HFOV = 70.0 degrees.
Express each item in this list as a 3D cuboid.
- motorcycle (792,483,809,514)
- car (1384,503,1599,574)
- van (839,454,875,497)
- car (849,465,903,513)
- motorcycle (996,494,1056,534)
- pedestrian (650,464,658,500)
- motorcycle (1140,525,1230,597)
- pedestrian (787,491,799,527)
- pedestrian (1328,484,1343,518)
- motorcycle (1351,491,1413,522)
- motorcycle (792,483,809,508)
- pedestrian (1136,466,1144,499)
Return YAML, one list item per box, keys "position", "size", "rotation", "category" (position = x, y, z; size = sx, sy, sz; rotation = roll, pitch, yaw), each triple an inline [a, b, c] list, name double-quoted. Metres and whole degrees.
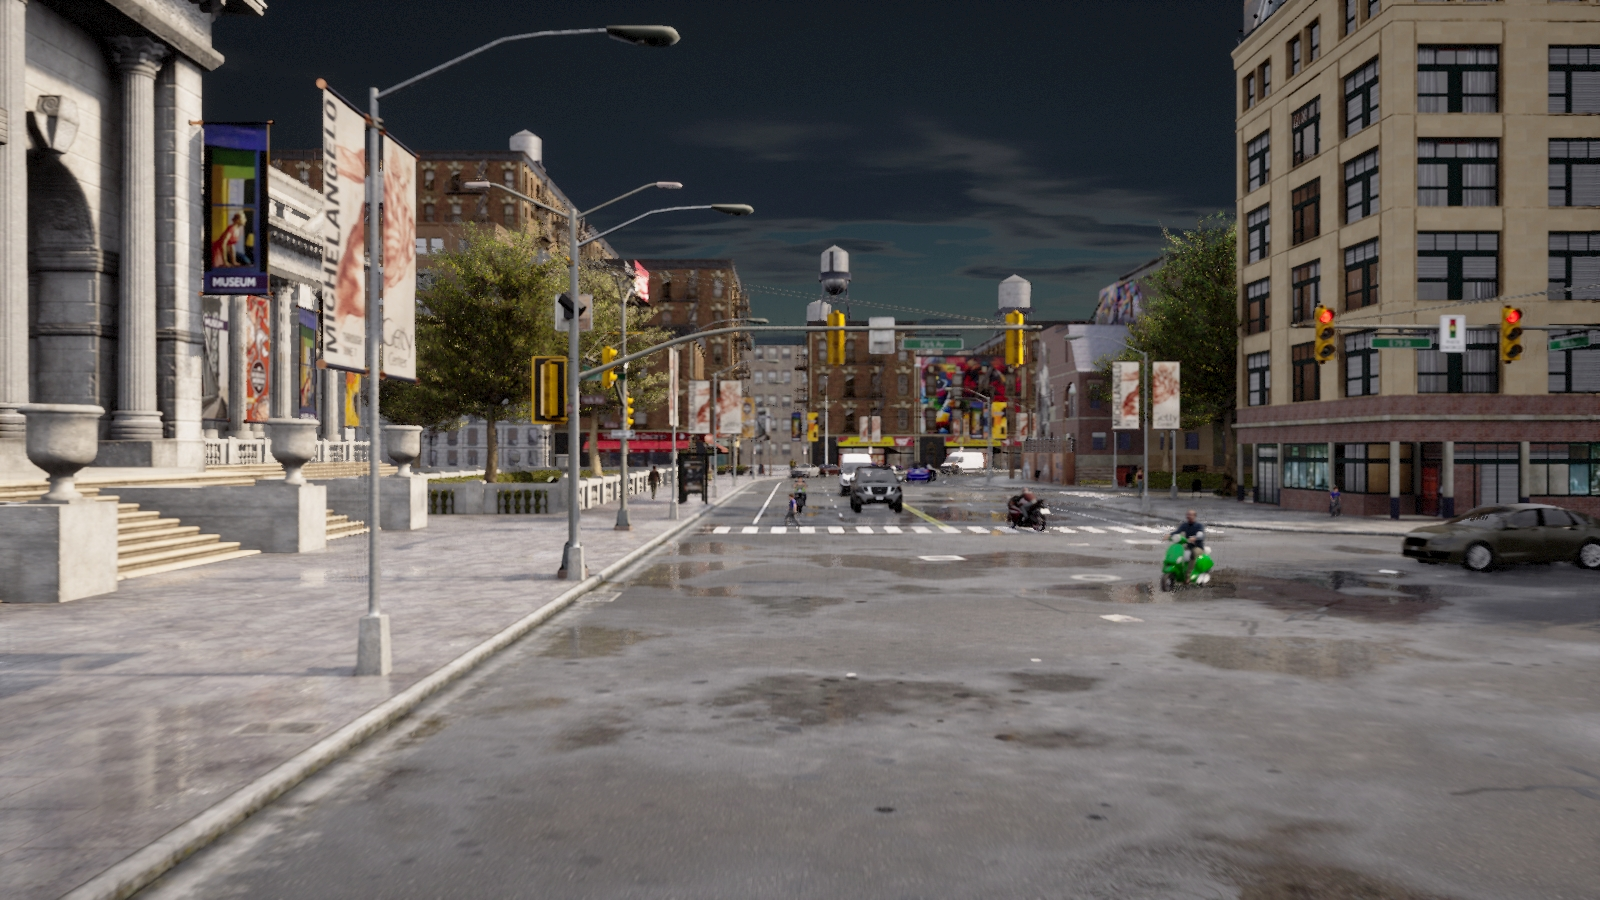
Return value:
- position: [0.017, 2.170, 51.504]
  size: [0.764, 1.277, 2.356]
  rotation: [0, 0, 0]
  category: "motorcycle"
- position: [16.893, 2.061, 27.205]
  size: [4.892, 1.480, 2.231]
  rotation: [0, 0, -7]
  category: "car"
- position: [3.531, 1.535, 71.392]
  size: [1.988, 2.561, 5.915]
  rotation: [0, 0, 0]
  category: "van"
- position: [3.478, 1.779, 53.226]
  size: [2.150, 2.045, 5.566]
  rotation: [0, 0, 0]
  category: "car"
- position: [7.799, 2.205, 39.495]
  size: [0.867, 1.251, 2.209]
  rotation: [3, -1, -25]
  category: "motorcycle"
- position: [-7.729, 1.696, 60.386]
  size: [0.375, 1.860, 0.375]
  rotation: [0, 0, -4]
  category: "pedestrian"
- position: [7.690, 2.182, 22.773]
  size: [1.805, 1.236, 0.856]
  rotation: [0, 2, -40]
  category: "motorcycle"
- position: [-0.242, 2.129, 41.256]
  size: [0.375, 1.300, 0.375]
  rotation: [0, 0, 8]
  category: "pedestrian"
- position: [20.819, 1.976, 44.420]
  size: [0.375, 1.300, 0.375]
  rotation: [0, 0, 0]
  category: "pedestrian"
- position: [22.873, 2.213, 44.937]
  size: [2.033, 1.145, 0.803]
  rotation: [0, 0, 4]
  category: "motorcycle"
- position: [0.029, 2.213, 55.656]
  size: [0.803, 1.145, 2.033]
  rotation: [0, 0, 0]
  category: "motorcycle"
- position: [19.297, 1.849, 64.864]
  size: [0.375, 1.860, 0.375]
  rotation: [0, 0, 8]
  category: "pedestrian"
